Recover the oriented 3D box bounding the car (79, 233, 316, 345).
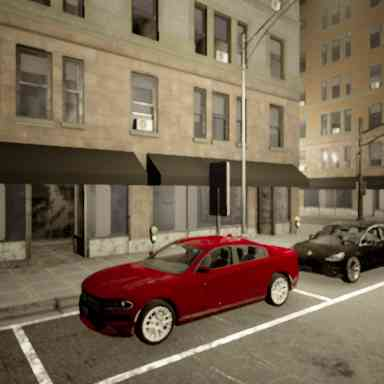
[{"bbox_3d":[0.175,1.543,6.372,4.507,1.381,1.887,0,0,-37],"label":"car"}]

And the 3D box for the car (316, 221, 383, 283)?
[{"bbox_3d":[4.600,1.562,9.656,4.313,1.339,1.947,0,0,-37],"label":"car"}]
